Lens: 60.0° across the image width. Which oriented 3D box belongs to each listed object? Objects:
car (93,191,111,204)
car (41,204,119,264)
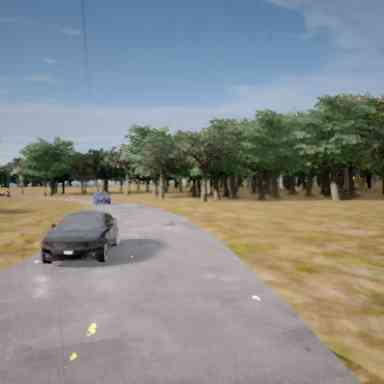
[{"bbox_3d":[-14.148,0.926,52.201,2.150,2.045,5.566,-1,1,-23],"label":"car"},{"bbox_3d":[-3.779,1.430,11.941,1.882,1.535,5.008,0,0,-6],"label":"car"}]
